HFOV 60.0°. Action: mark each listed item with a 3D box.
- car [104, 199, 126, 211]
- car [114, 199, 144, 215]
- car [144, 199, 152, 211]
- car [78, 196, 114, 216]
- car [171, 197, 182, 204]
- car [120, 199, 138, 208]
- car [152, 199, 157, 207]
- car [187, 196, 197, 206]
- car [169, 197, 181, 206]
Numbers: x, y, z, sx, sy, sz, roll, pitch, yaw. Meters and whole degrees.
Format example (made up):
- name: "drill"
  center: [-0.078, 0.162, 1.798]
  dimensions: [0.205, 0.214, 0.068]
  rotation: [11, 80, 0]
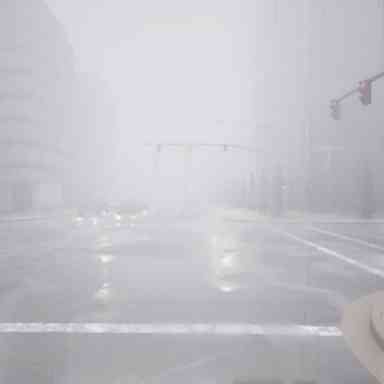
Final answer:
- name: "car"
  center: [-10.589, 1.762, 46.047]
  dimensions: [1.882, 1.535, 5.008]
  rotation: [0, 0, 0]
- name: "car"
  center: [-7.093, 1.585, 37.694]
  dimensions: [2.097, 1.767, 4.553]
  rotation: [0, 0, 0]
- name: "car"
  center: [-7.086, 1.814, 46.677]
  dimensions: [1.812, 1.442, 4.674]
  rotation: [0, 0, -1]
- name: "car"
  center: [-10.592, 1.446, 36.347]
  dimensions: [2.150, 2.045, 5.566]
  rotation: [0, 0, 0]
- name: "car"
  center: [-3.485, 1.961, 75.619]
  dimensions: [2.128, 1.511, 4.902]
  rotation: [0, 0, 0]
- name: "car"
  center: [-10.573, 1.895, 56.379]
  dimensions: [2.033, 1.411, 5.357]
  rotation: [0, 0, 0]
- name: "car"
  center: [-7.073, 1.913, 56.556]
  dimensions: [1.994, 1.385, 4.181]
  rotation: [0, 0, 0]
- name: "car"
  center: [0.013, 1.953, 65.721]
  dimensions: [2.033, 1.411, 5.357]
  rotation: [0, 0, 0]
- name: "car"
  center: [-3.487, 1.914, 66.292]
  dimensions: [1.837, 1.490, 4.892]
  rotation: [0, 0, 0]
